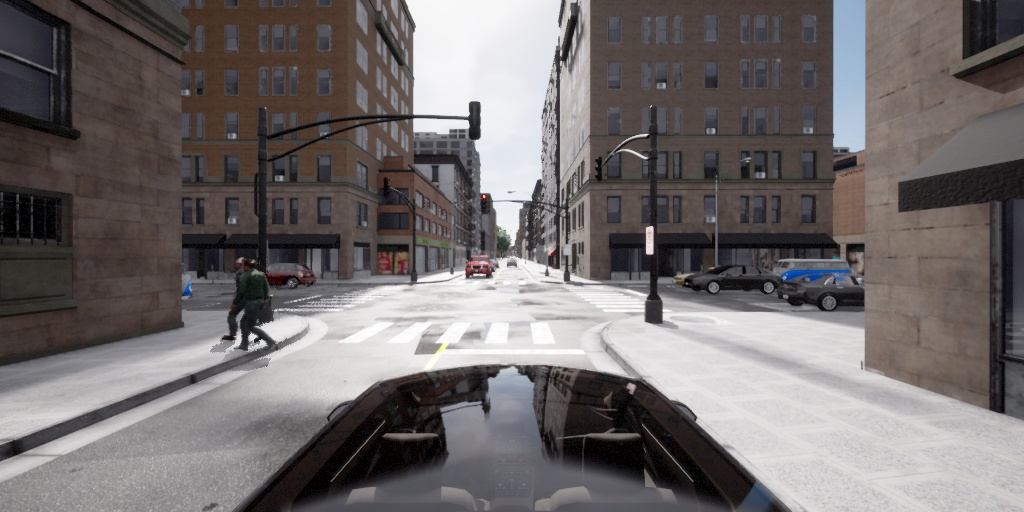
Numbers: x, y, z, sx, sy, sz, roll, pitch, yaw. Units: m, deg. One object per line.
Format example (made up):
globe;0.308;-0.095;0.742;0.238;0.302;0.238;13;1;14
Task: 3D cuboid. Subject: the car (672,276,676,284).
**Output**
car;12.419;1.263;22.046;4.829;1.417;1.751;0;0;1

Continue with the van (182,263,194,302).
van;-14.675;1.089;13.798;3.998;1.789;1.690;0;0;1

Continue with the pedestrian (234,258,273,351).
pedestrian;-4.955;0.887;6.885;0.375;1.860;0.375;0;0;0

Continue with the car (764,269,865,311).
car;12.519;1.304;13.519;4.403;1.370;2.007;0;0;1

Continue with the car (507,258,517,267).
car;-0.009;1.257;63.799;2.033;1.411;5.357;0;0;0

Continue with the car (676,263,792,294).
car;11.926;1.247;19.494;4.892;1.490;1.837;0;0;-1

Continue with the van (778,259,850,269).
van;18.258;1.079;21.986;3.998;1.789;1.690;0;0;1

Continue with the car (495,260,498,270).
car;-3.104;1.256;44.630;1.812;1.442;4.674;0;0;0

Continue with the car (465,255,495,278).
car;-3.102;0.960;34.259;2.150;2.045;5.566;0;0;0

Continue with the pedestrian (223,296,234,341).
pedestrian;-5.721;0.891;7.595;0.375;1.860;0.375;0;0;0

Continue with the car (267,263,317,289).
car;-14.605;1.171;22.323;4.097;1.591;1.967;0;0;1
